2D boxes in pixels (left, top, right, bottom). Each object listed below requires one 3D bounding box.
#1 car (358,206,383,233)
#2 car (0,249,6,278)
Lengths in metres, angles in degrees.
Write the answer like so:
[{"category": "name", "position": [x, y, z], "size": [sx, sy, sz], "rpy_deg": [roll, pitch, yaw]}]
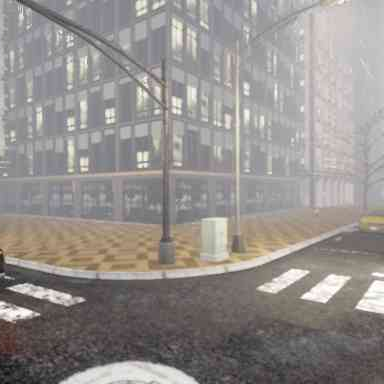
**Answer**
[{"category": "car", "position": [10.608, 1.512, 18.787], "size": [1.752, 1.417, 4.829], "rpy_deg": [-1, 0, 37]}, {"category": "car", "position": [-6.613, 1.644, 8.410], "size": [4.902, 1.511, 2.128], "rpy_deg": [-1, 0, 36]}]
